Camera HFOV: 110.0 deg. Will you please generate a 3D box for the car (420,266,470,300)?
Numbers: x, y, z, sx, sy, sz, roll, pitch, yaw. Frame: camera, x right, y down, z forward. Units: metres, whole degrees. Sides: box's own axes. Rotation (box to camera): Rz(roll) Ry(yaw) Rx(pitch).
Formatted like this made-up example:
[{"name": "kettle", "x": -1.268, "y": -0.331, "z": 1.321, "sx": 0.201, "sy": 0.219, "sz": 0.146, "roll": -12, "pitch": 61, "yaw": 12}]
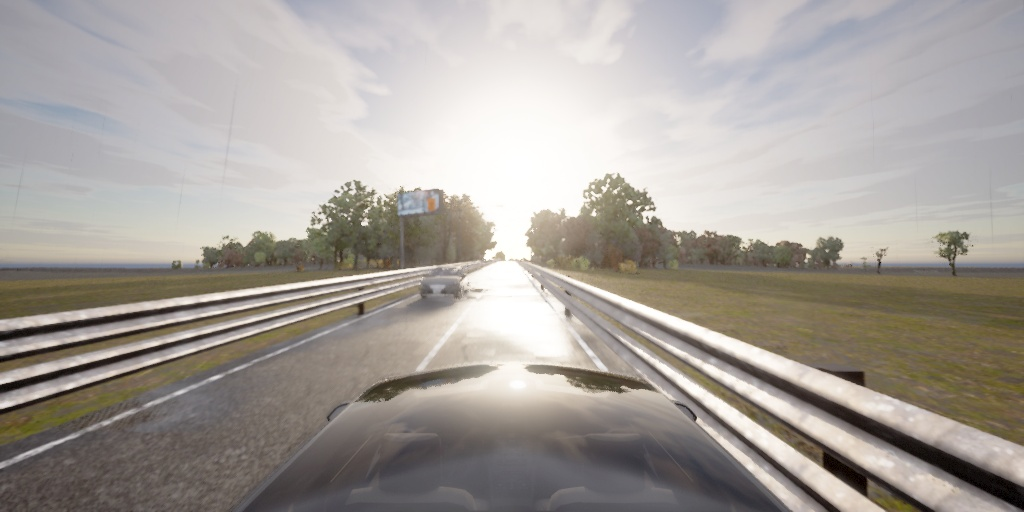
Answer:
[{"name": "car", "x": -3.271, "y": 1.271, "z": 18.105, "sx": 2.128, "sy": 1.511, "sz": 4.902, "roll": 0, "pitch": 0, "yaw": 0}]
